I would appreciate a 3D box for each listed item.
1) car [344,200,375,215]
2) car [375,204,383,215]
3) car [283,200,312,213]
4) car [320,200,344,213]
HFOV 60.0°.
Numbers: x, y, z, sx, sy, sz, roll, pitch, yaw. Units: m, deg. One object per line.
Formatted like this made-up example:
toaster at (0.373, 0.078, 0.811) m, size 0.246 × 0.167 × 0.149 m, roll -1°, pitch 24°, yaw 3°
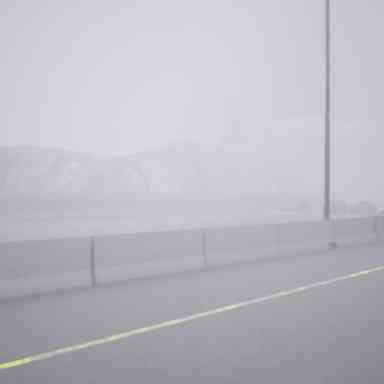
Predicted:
car at (19.391, 1.736, 37.613) m, size 1.837 × 1.490 × 4.892 m, roll 0°, pitch 0°, yaw 45°
car at (20.796, 1.828, 34.053) m, size 4.718 × 1.301 × 1.895 m, roll 1°, pitch 0°, yaw -45°
car at (13.234, 1.719, 41.356) m, size 4.892 × 1.490 × 1.837 m, roll 0°, pitch 0°, yaw -44°
car at (17.280, 1.711, 40.447) m, size 1.882 × 1.535 × 5.008 m, roll 0°, pitch -1°, yaw 45°
